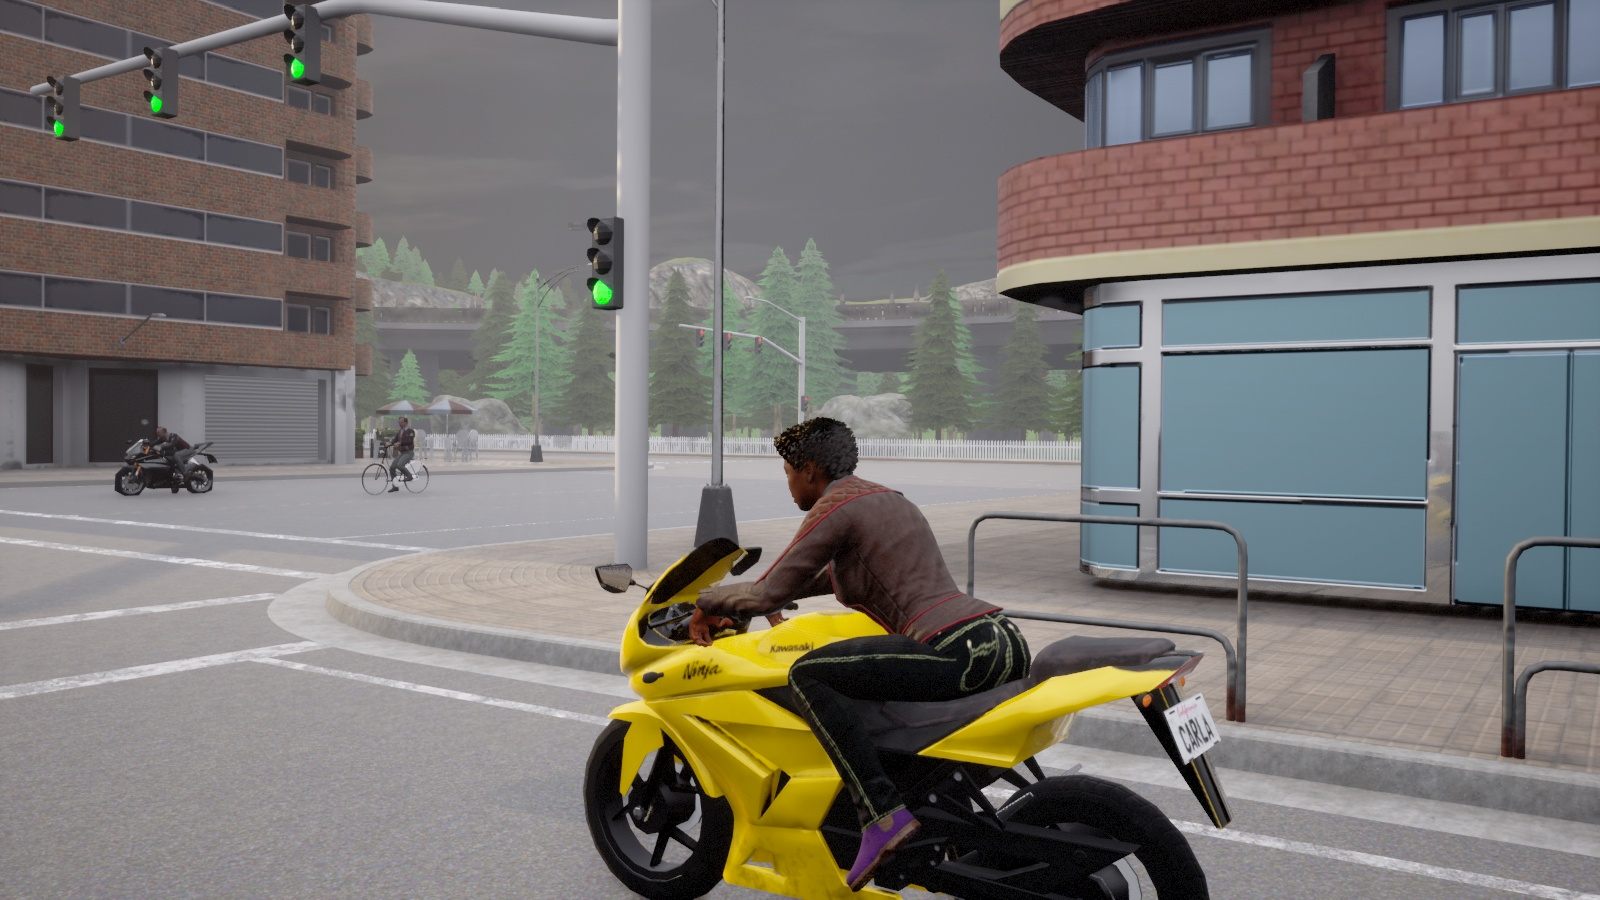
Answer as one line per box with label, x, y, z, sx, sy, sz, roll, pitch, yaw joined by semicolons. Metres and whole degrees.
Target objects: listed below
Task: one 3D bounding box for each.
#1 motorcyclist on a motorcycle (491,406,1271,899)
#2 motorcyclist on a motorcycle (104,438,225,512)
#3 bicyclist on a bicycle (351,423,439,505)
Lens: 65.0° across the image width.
motorcyclist on a motorcycle;0.158;0.664;3.519;2.044;1.523;0.797;0;1;34
motorcyclist on a motorcycle;-13.873;0.516;27.482;0.866;1.530;2.191;0;1;34
bicyclist on a bicycle;-9.107;0.297;28.300;0.659;1.776;1.843;0;1;34
